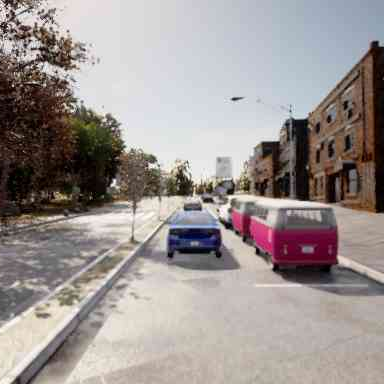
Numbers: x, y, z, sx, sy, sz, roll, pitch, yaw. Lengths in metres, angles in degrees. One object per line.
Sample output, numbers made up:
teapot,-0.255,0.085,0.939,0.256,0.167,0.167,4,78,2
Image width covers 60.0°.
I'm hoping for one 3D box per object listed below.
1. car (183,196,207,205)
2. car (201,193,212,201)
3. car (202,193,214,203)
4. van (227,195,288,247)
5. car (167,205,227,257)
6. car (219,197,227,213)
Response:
car,0.091,1.483,34.359,2.128,1.511,4.902,0,0,0
car,2.910,0.954,68.678,1.994,1.385,4.181,0,2,0
car,2.912,1.215,60.821,1.882,1.535,5.008,0,2,0
van,3.046,1.264,16.466,1.878,1.987,4.442,0,0,0
car,0.090,1.488,13.060,1.882,1.535,5.008,0,0,0
car,3.044,1.236,21.924,2.435,2.045,5.566,0,0,0
